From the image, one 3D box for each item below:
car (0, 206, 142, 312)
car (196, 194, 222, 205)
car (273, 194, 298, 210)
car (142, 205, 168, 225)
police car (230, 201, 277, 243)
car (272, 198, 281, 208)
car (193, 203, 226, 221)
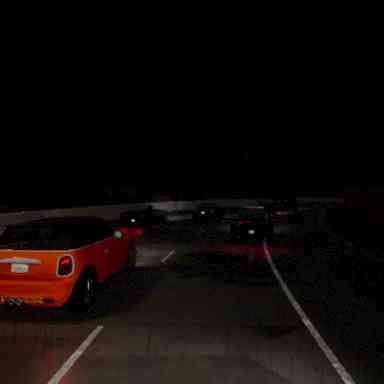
[{"bbox_3d":[-2.824,1.356,7.930,2.097,1.767,4.553,0,0,5],"label":"car"},{"bbox_3d":[3.176,1.339,61.765,2.150,2.045,5.566,0,0,37],"label":"car"},{"bbox_3d":[12.414,1.343,44.379,2.150,2.045,5.566,0,0,33],"label":"car"},{"bbox_3d":[-3.337,1.630,24.355,1.895,1.301,4.718,0,0,15],"label":"car"},{"bbox_3d":[3.006,1.464,16.499,1.930,1.638,5.238,0,0,12],"label":"police car"},{"bbox_3d":[7.533,1.650,34.667,1.994,1.385,4.181,0,0,26],"label":"car"},{"bbox_3d":[1.504,1.617,28.067,1.994,1.385,4.181,0,0,18],"label":"car"}]
